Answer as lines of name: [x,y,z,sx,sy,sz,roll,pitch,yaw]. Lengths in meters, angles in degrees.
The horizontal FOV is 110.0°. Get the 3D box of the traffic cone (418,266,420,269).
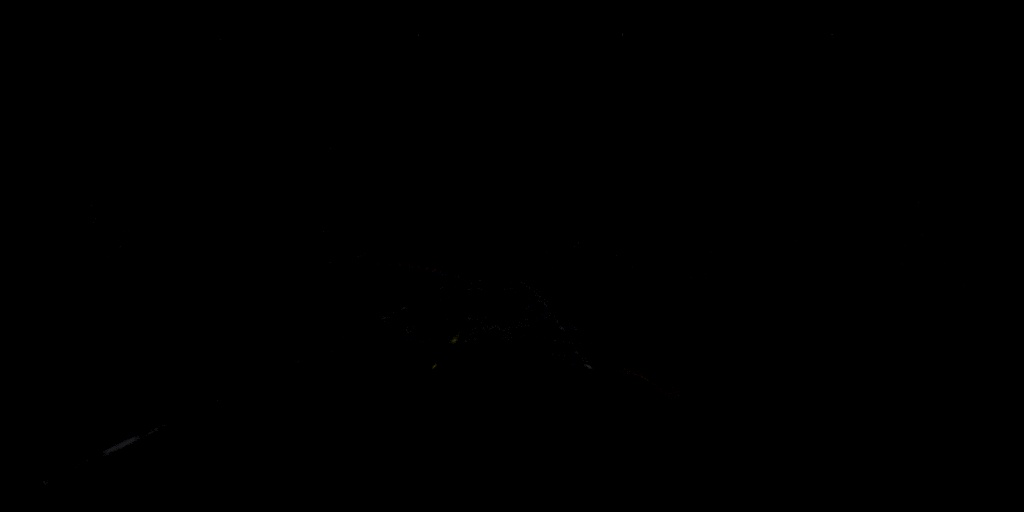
traffic cone: [-14.042,1.594,54.079,0.340,0.580,0.340,0,0,-30]

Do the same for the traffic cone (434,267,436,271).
traffic cone: [-9.737,1.643,45.411,0.340,0.580,0.340,0,0,-23]

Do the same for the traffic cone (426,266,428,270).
traffic cone: [-11.750,1.621,49.814,0.340,0.580,0.340,0,0,-26]

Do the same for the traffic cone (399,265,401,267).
traffic cone: [-19.416,1.524,62.128,0.340,0.580,0.340,0,0,-37]
